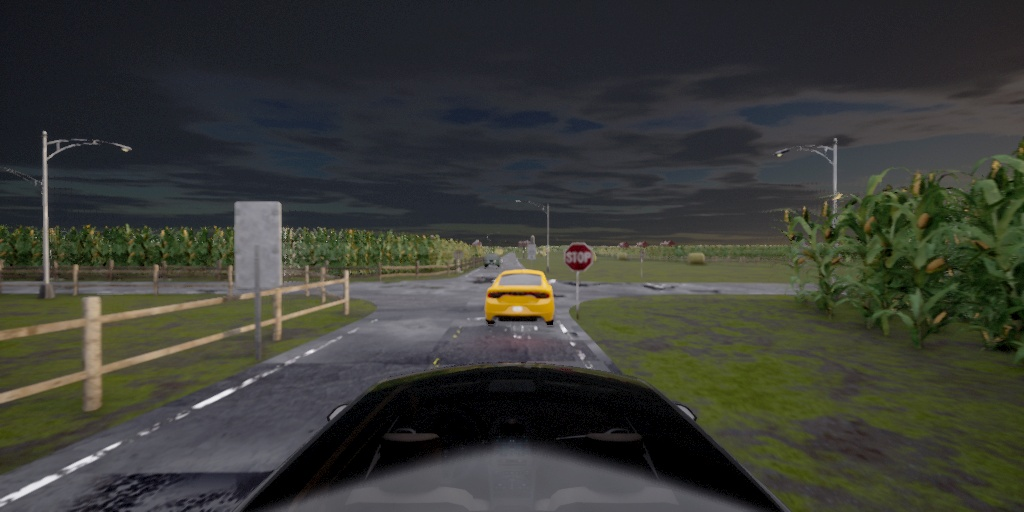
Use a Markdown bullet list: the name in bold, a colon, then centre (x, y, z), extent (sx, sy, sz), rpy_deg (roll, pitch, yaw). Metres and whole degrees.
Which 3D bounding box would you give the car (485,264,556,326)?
- **car**: centre (0.380, 1.171, 11.537), extent (1.882, 1.535, 5.008), rpy_deg (0, 0, 6)

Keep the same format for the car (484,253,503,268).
- **car**: centre (-2.833, 0.638, 51.704), extent (2.150, 2.045, 5.566), rpy_deg (0, 1, 0)

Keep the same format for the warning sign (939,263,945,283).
- **warning sign**: centre (21.808, 0.873, 18.027), extent (1.060, 1.860, 1.300), rpy_deg (0, 0, -1)
